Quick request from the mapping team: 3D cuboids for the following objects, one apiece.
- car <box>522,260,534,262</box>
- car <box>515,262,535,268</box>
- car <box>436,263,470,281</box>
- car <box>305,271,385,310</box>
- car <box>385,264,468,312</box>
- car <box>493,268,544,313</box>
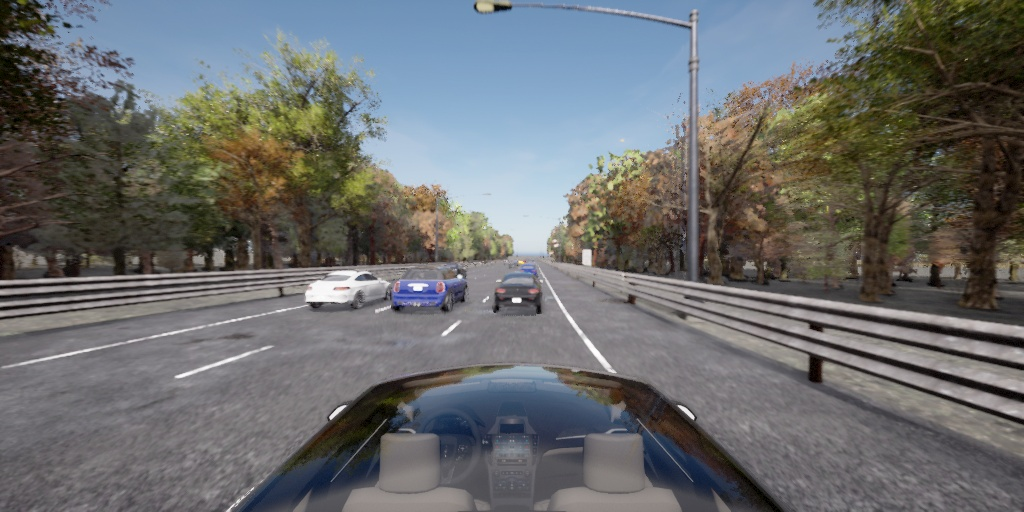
[{"bbox_3d":[3.258,1.806,63.657,2.033,1.411,5.357,0,0,3],"label":"car"},{"bbox_3d":[1.572,1.566,35.712,1.812,1.442,4.674,0,0,3],"label":"car"},{"bbox_3d":[-5.536,1.466,34.145,2.128,1.511,4.902,0,0,3],"label":"car"},{"bbox_3d":[-6.685,1.338,15.106,1.812,1.442,4.674,0,0,3],"label":"car"},{"bbox_3d":[-3.198,1.188,14.805,2.097,1.767,4.553,0,0,3],"label":"car"},{"bbox_3d":[0.303,1.387,14.683,1.812,1.442,4.674,0,0,3],"label":"car"}]
